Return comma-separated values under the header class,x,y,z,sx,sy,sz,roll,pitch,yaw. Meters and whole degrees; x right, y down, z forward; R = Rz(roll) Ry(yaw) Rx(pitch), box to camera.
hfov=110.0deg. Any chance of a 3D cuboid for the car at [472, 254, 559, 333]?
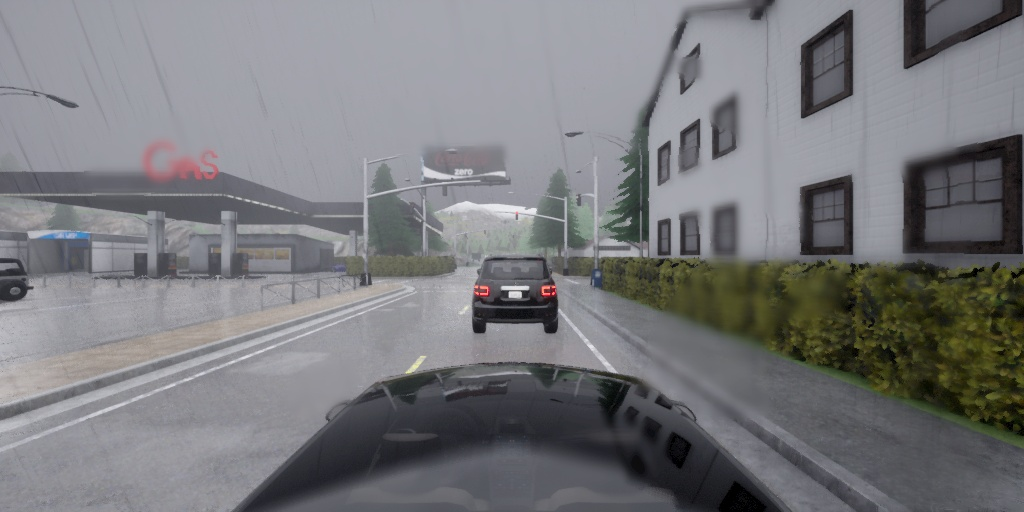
class,x,y,z,sx,sy,sz,roll,pitch,yaw
car,0.085,0.971,10.829,2.150,2.045,5.566,0,0,0
